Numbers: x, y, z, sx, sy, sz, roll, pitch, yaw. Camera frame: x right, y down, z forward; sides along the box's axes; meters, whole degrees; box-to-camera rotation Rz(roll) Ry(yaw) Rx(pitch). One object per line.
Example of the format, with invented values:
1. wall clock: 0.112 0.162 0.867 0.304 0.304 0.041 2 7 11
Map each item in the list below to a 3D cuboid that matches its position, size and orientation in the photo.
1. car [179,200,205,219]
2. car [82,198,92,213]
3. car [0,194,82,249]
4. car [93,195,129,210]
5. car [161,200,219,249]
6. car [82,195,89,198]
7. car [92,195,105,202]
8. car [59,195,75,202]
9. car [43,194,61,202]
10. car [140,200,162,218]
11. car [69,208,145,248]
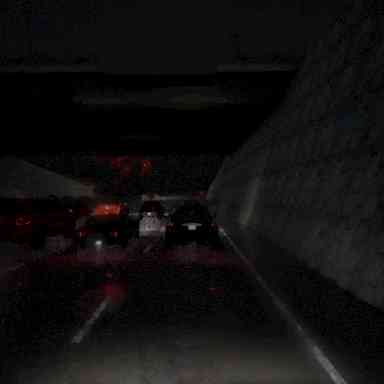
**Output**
1. car: 0.000 1.493 29.650 2.128 1.511 4.902 0 0 0
2. car: -10.500 1.560 29.650 2.033 1.411 5.357 0 0 0
3. car: -7.000 1.255 14.680 2.150 2.045 5.566 0 0 0
4. car: -7.000 1.363 29.620 2.097 1.767 4.553 0 0 0
5. car: 0.000 1.363 14.620 2.097 1.767 4.553 0 0 0
6. car: -24.466 1.491 74.732 1.837 1.490 4.892 0 0 0
7. car: -20.966 1.515 74.728 1.812 1.442 4.674 0 0 0
8. car: -27.966 1.491 74.736 1.837 1.490 4.892 0 0 0
9. car: -31.466 1.346 74.770 2.097 1.767 4.553 0 0 0
10. car: -3.500 1.514 29.650 1.837 1.490 4.892 0 0 0
11. car: -3.500 1.613 14.680 1.895 1.301 4.718 0 0 0
